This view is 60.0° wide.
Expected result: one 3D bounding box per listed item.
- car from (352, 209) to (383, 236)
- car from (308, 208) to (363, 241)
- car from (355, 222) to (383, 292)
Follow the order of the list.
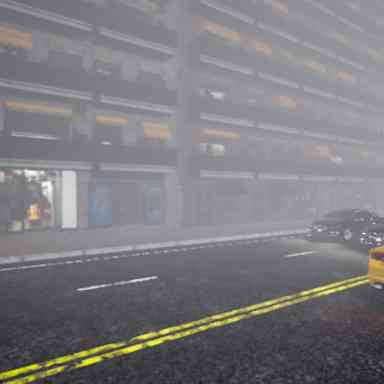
[{"bbox_3d":[9.134,1.612,14.192,4.892,1.490,1.837,1,0,-36],"label":"car"},{"bbox_3d":[8.123,1.620,17.464,4.892,1.490,1.837,1,0,-36],"label":"car"},{"bbox_3d":[6.131,1.542,7.815,5.008,1.535,1.882,1,0,-35],"label":"car"}]
